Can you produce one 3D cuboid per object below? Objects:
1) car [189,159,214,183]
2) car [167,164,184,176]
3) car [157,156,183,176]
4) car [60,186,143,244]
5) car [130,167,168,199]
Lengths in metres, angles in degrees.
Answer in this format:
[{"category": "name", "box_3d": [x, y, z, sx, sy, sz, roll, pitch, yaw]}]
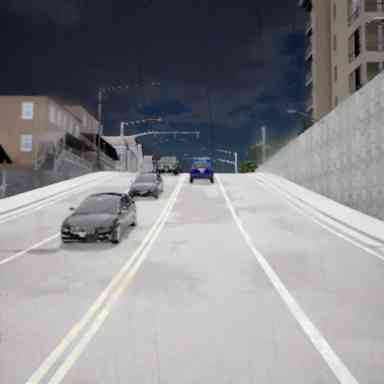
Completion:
[{"category": "car", "box_3d": [0.893, -2.067, 30.960, 2.150, 2.045, 5.566, 0, 9, 1]}, {"category": "car", "box_3d": [-2.277, -3.161, 47.827, 2.033, 1.411, 5.357, 0, 0, 2]}, {"category": "car", "box_3d": [-2.563, -2.930, 36.974, 2.150, 2.045, 5.566, 0, 6, 2]}, {"category": "car", "box_3d": [-3.305, 0.840, 12.595, 1.837, 1.490, 4.892, 0, 6, 1]}, {"category": "car", "box_3d": [-3.026, -0.539, 22.759, 1.837, 1.490, 4.892, 0, 9, 1]}]
